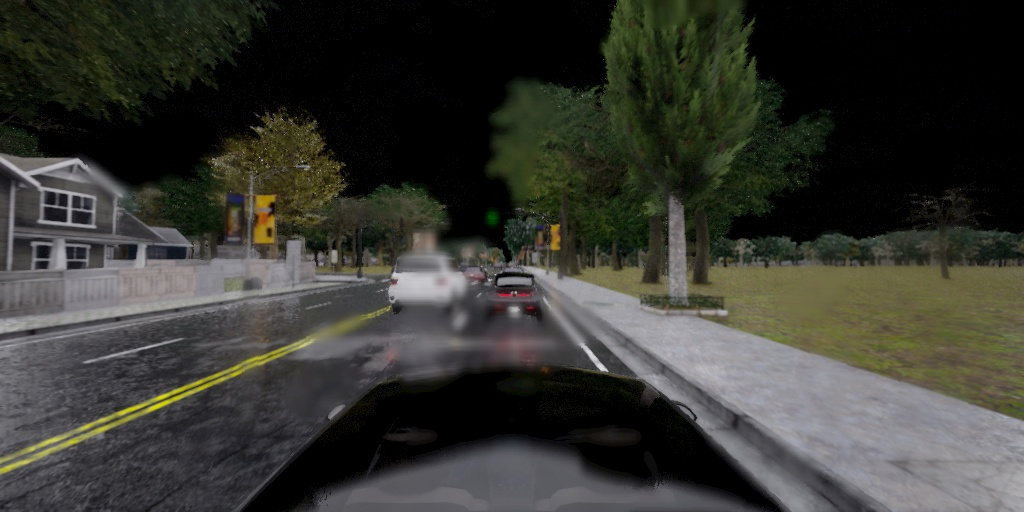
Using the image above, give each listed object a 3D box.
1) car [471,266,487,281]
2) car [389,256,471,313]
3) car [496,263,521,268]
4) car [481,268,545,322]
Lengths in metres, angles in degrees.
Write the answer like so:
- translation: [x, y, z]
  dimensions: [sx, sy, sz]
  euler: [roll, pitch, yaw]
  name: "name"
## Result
- translation: [-3.155, 1.549, 30.725]
  dimensions: [1.994, 1.385, 4.181]
  euler: [0, -1, 0]
  name: "car"
- translation: [-3.154, 1.056, 14.504]
  dimensions: [2.150, 2.045, 5.566]
  euler: [0, -1, 0]
  name: "car"
- translation: [0.096, 1.497, 27.168]
  dimensions: [2.033, 1.411, 5.357]
  euler: [0, -1, 0]
  name: "car"
- translation: [0.099, 1.328, 12.627]
  dimensions: [1.837, 1.490, 4.892]
  euler: [0, 0, 0]
  name: "car"
